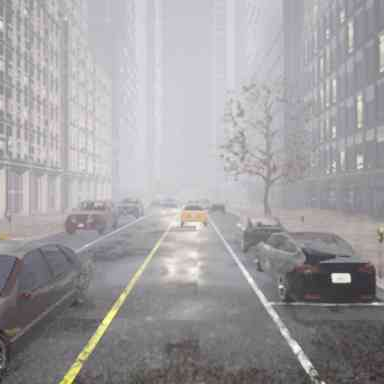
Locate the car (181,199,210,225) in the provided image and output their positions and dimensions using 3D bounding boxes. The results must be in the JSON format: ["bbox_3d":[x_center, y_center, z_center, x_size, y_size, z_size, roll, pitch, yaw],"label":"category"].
[{"bbox_3d":[0.132,1.538,24.584,1.801,1.575,5.366,0,0,0],"label":"car"}]

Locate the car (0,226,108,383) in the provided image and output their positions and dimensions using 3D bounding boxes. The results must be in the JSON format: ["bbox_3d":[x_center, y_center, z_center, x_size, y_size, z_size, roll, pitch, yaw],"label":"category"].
[{"bbox_3d":[-3.092,1.566,5.330,2.033,1.411,5.357,0,0,0],"label":"car"}]

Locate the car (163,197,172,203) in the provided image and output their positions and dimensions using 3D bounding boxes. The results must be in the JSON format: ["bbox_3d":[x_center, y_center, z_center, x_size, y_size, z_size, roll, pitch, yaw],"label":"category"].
[{"bbox_3d":[-5.597,1.779,76.412,1.947,1.339,4.313,0,0,0],"label":"car"}]

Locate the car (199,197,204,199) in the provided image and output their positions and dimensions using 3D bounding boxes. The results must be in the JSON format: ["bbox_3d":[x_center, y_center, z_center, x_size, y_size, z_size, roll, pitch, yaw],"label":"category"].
[{"bbox_3d":[0.147,1.679,42.088,2.033,1.411,5.357,0,0,0],"label":"car"}]

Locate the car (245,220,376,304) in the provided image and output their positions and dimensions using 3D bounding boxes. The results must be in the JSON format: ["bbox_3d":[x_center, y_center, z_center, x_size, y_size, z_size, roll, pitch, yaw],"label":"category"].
[{"bbox_3d":[2.698,1.595,8.083,1.947,1.339,4.313,0,0,0],"label":"car"}]

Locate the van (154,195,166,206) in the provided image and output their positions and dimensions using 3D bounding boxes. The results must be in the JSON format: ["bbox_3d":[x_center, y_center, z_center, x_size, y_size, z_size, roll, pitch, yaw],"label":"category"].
[{"bbox_3d":[-5.619,1.517,59.334,1.690,1.788,3.998,0,0,0],"label":"van"}]

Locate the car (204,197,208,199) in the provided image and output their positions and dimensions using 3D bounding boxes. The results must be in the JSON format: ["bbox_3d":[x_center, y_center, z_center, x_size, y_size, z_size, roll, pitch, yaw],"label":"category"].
[{"bbox_3d":[2.741,1.658,42.408,1.752,1.417,4.829,0,0,0],"label":"car"}]

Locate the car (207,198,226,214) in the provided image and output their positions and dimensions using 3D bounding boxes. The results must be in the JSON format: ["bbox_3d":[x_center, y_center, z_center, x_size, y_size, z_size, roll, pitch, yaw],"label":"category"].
[{"bbox_3d":[2.734,1.667,36.544,2.008,1.369,4.403,0,0,0],"label":"car"}]

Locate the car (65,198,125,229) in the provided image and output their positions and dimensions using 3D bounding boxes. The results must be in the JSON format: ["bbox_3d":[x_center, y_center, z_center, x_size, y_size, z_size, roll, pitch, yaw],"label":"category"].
[{"bbox_3d":[-5.670,1.380,19.490,2.192,1.841,5.009,0,0,0],"label":"car"}]

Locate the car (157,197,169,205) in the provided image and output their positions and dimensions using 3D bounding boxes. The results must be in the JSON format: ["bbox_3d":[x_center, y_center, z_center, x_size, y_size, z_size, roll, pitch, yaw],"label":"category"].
[{"bbox_3d":[-5.611,1.755,65.028,1.947,1.339,4.313,0,0,0],"label":"car"}]

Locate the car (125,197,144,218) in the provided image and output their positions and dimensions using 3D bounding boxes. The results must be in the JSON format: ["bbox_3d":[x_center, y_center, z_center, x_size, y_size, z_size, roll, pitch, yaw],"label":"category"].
[{"bbox_3d":[-5.656,1.414,30.875,2.192,1.841,5.009,0,0,0],"label":"car"}]

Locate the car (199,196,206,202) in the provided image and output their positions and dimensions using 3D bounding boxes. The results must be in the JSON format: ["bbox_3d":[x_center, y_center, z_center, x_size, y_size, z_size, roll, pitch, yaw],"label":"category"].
[{"bbox_3d":[2.798,1.816,87.778,1.802,1.307,4.206,0,0,0],"label":"car"}]

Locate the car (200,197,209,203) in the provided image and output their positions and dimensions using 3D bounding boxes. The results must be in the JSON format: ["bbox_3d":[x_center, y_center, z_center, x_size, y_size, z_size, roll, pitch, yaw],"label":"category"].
[{"bbox_3d":[2.784,1.758,76.393,1.887,1.381,4.507,0,0,0],"label":"car"}]

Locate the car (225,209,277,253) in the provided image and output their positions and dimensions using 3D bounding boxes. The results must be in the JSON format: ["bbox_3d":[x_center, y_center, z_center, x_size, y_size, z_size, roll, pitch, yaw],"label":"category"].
[{"bbox_3d":[2.705,1.598,13.775,2.008,1.369,4.403,0,0,0],"label":"car"}]

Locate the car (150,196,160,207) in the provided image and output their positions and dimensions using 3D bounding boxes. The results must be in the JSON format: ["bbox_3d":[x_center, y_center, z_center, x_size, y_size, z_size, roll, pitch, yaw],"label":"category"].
[{"bbox_3d":[-5.626,1.602,53.643,1.967,1.590,4.097,0,0,0],"label":"car"}]

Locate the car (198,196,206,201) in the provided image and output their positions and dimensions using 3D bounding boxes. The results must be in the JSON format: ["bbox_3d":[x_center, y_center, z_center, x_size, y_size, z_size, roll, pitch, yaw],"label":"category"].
[{"bbox_3d":[2.805,1.789,93.472,1.887,1.381,4.507,0,0,0],"label":"car"}]

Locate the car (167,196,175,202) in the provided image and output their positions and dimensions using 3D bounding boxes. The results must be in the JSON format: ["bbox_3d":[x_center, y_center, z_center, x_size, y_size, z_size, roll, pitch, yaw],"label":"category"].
[{"bbox_3d":[-5.582,1.799,87.796,1.947,1.339,4.313,0,0,0],"label":"car"}]

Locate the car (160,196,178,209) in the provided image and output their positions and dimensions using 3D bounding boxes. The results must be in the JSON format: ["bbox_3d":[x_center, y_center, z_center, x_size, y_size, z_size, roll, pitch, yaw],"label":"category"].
[{"bbox_3d":[-3.027,1.623,47.266,1.882,1.535,5.008,0,0,0],"label":"car"}]
